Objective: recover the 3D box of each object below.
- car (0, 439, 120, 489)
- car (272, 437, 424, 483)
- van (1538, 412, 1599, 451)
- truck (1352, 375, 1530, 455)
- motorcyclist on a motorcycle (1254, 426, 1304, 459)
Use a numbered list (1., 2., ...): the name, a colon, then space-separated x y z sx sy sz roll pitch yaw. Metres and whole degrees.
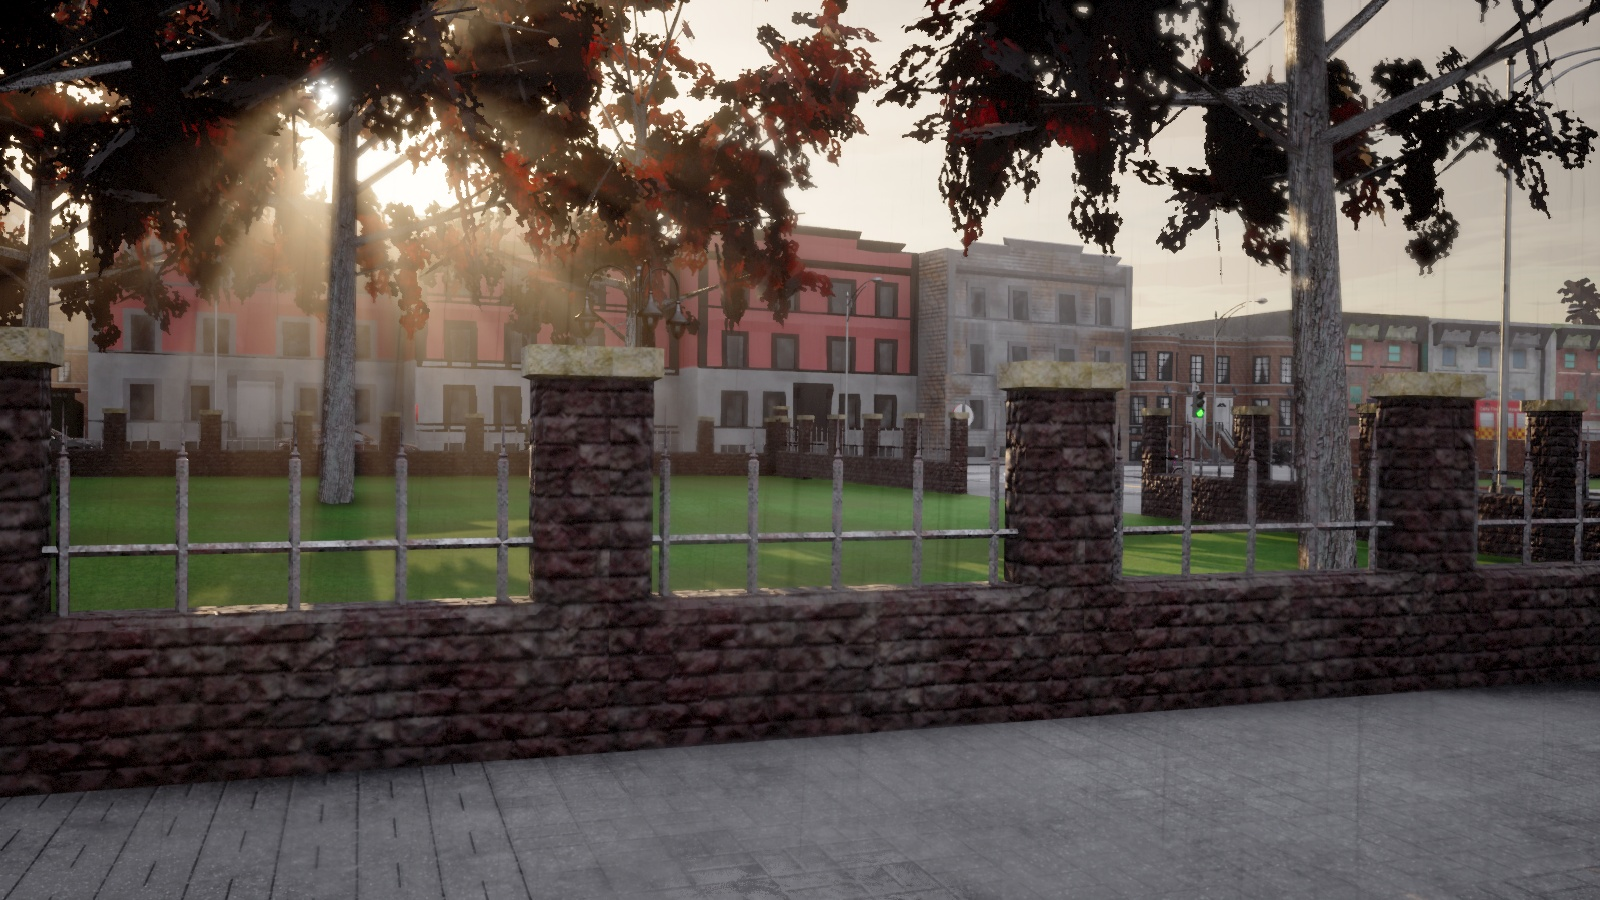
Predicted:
1. car: -24.059 0.428 39.022 4.892 1.490 1.837 -1 1 -19
2. car: -15.118 0.301 42.160 4.674 1.442 1.812 -1 1 -19
3. van: 41.292 -0.970 66.074 4.442 1.987 1.775 -1 1 -19
4. truck: 32.092 -1.736 62.869 8.468 3.827 2.891 -1 1 -19
5. motorcyclist on a motorcycle: 22.729 -0.382 59.617 2.191 1.530 0.866 -1 1 -19
